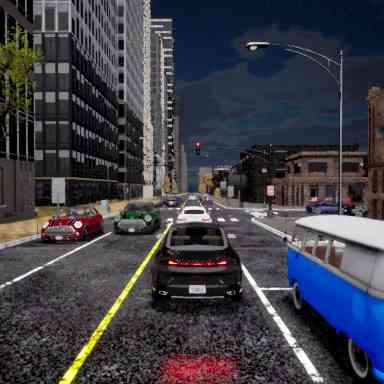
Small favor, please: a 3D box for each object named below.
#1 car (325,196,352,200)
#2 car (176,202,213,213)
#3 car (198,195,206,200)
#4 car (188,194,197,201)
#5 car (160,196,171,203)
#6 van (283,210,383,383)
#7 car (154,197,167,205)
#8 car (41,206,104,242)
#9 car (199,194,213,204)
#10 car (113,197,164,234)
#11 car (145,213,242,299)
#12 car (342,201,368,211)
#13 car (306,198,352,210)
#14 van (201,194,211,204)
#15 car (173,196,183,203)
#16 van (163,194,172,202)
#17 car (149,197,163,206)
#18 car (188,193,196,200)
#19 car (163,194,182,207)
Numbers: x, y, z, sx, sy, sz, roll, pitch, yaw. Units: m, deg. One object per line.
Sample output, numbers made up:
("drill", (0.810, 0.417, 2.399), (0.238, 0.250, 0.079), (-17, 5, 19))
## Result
("car", (16.563, 1.411, 39.441), (5.009, 1.841, 2.192), (1, 0, 1))
("car", (0.111, 1.520, 18.770), (1.812, 1.442, 4.674), (0, 0, 0))
("car", (2.766, 1.531, 93.607), (2.008, 1.369, 4.403), (-1, 0, 0))
("car", (0.075, 1.504, 81.055), (1.812, 1.442, 4.674), (0, 0, 0))
("car", (-5.602, 1.549, 71.094), (1.947, 1.339, 4.313), (-1, 0, 0))
("van", (2.680, 1.340, 5.122), (1.690, 1.788, 3.998), (-1, 0, 0))
("car", (-5.613, 1.551, 59.805), (1.947, 1.339, 4.313), (-1, 0, 0))
("car", (-5.688, 1.435, 16.214), (1.967, 1.590, 4.097), (-1, 0, 0))
("car", (2.733, 1.425, 59.743), (1.967, 1.590, 4.097), (-1, 0, 0))
("car", (-3.022, 1.345, 19.099), (2.097, 1.767, 4.553), (0, 0, 1))
("car", (0.105, 1.502, 8.414), (1.837, 1.490, 4.892), (0, 0, 0))
("car", (16.446, 1.793, 31.065), (4.313, 1.339, 1.947), (1, 0, 1))
("car", (14.851, 1.684, 36.881), (4.181, 1.385, 1.994), (1, 1, 1))
("van", (2.736, 1.325, 65.387), (1.690, 1.788, 3.998), (-1, 0, 0))
("car", (-2.933, 1.536, 71.094), (1.994, 1.385, 4.181), (0, 0, 0))
("van", (-5.600, 1.323, 76.738), (1.690, 1.788, 3.998), (-1, 0, 0))
("car", (-5.789, 1.512, 53.992), (1.752, 1.417, 4.829), (-1, 0, 0))
("car", (0.085, 1.257, 91.058), (2.097, 1.767, 4.553), (0, 0, 0))
("car", (-3.042, 1.478, 52.082), (2.128, 1.511, 4.902), (0, 0, 0))
